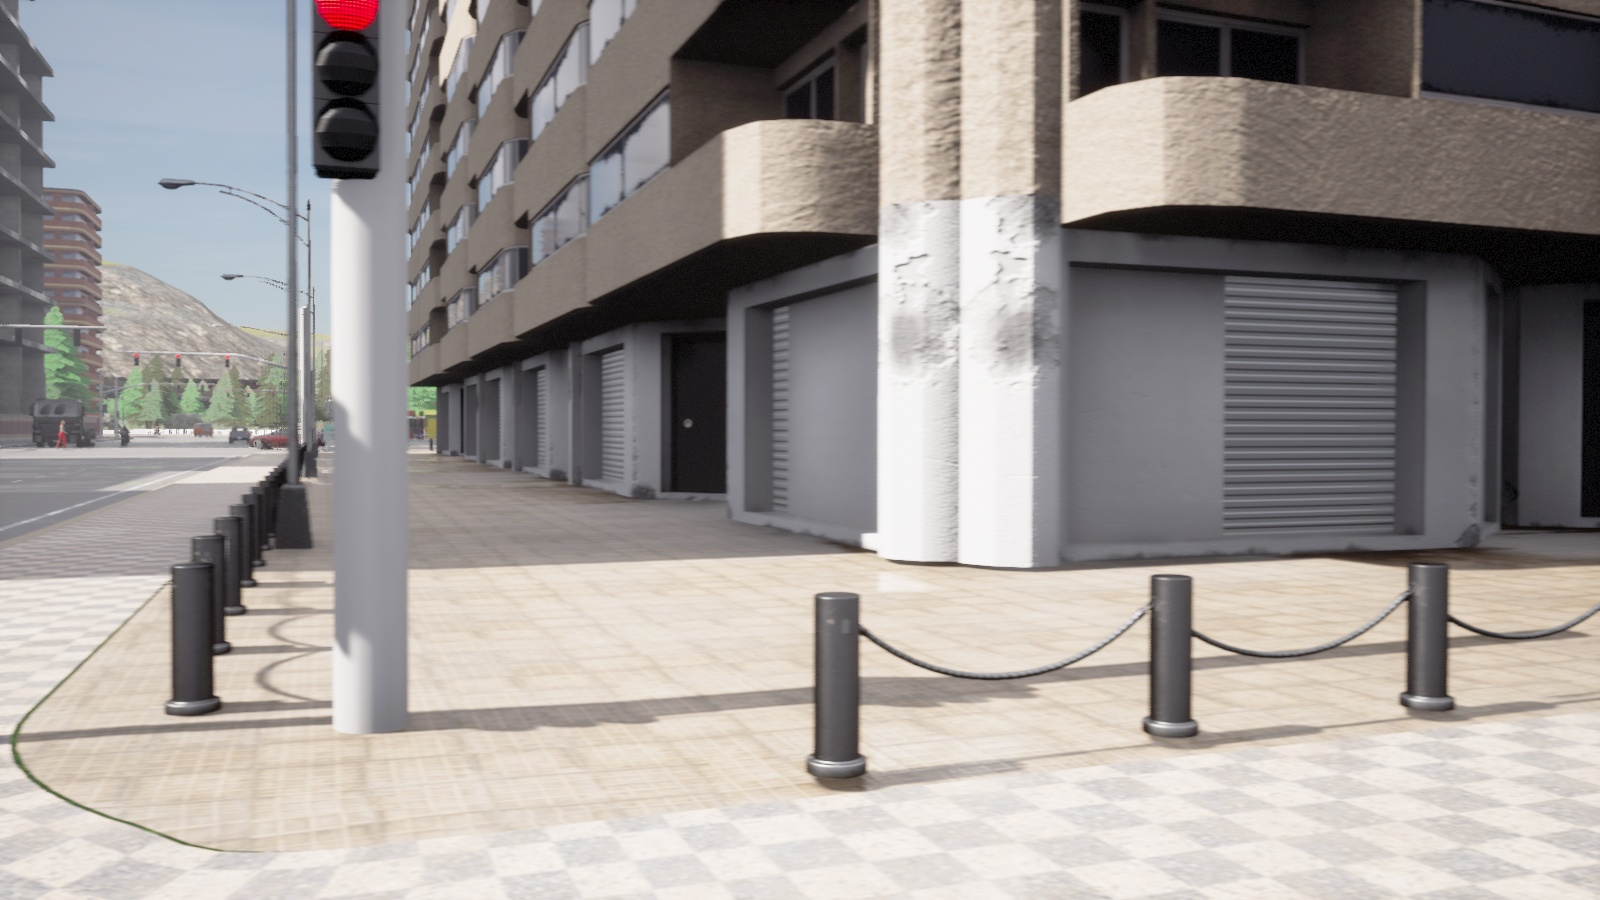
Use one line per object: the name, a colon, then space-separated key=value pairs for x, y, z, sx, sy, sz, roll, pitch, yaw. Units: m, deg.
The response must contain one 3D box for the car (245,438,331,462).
car: x=-33.647 y=-0.023 z=82.620 sx=4.792 sy=1.488 sz=2.163 roll=-1 pitch=1 yaw=-5
